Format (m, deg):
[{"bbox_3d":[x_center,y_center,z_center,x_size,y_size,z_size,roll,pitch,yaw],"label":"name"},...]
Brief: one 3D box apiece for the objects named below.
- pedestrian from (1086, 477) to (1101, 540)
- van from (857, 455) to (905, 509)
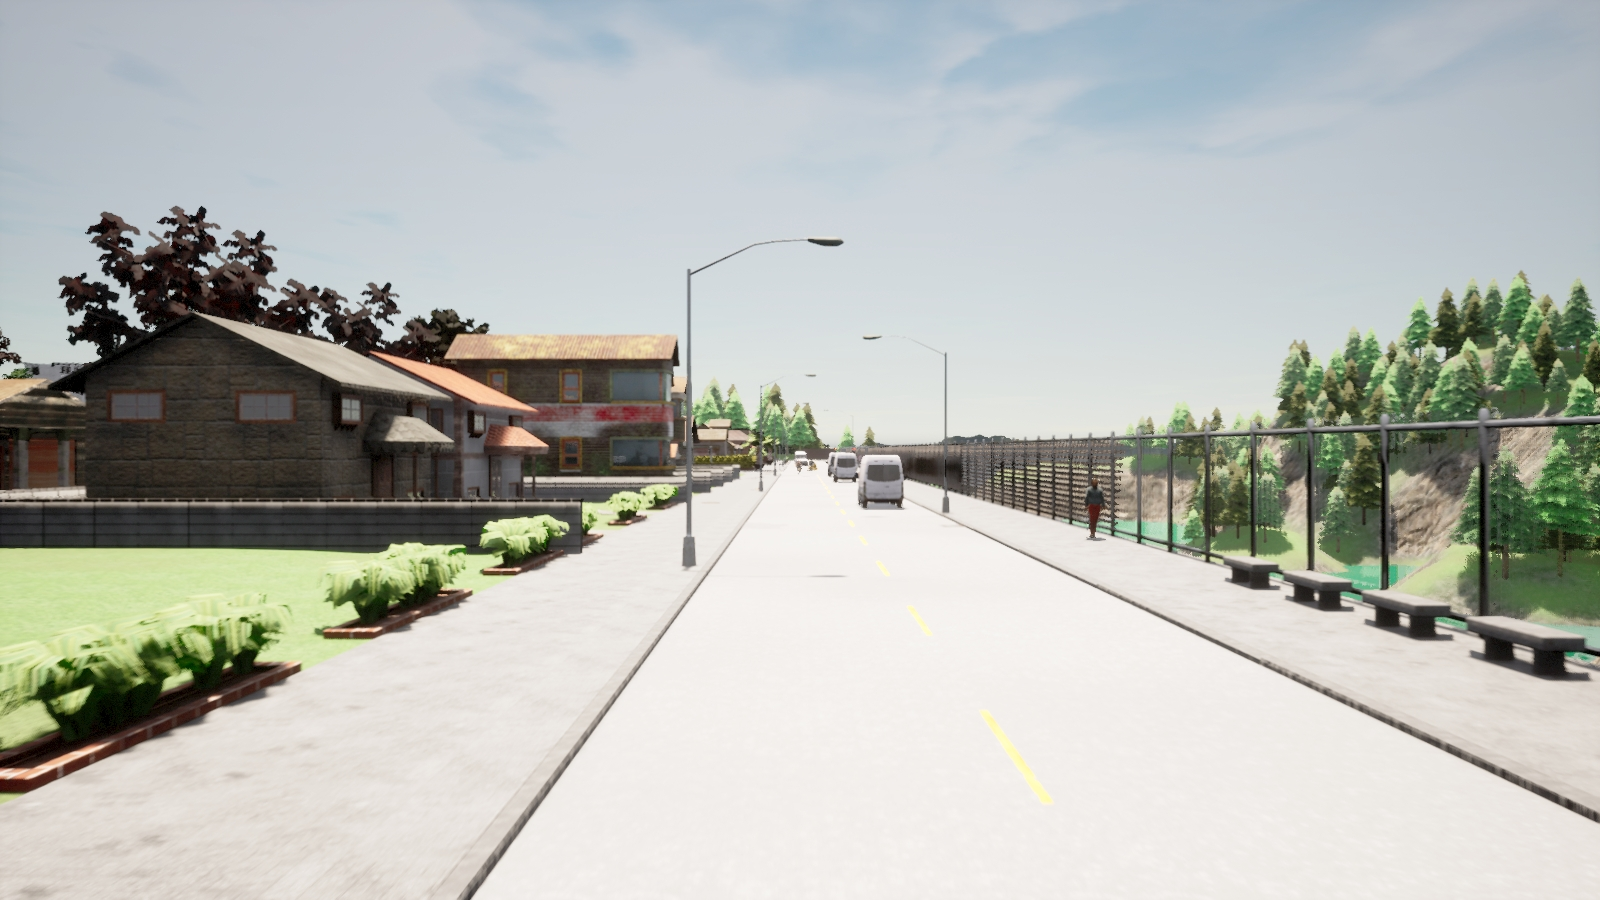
[{"bbox_3d":[8.761,1.743,34.091,0.375,1.860,0.375,0,0,5],"label":"pedestrian"},{"bbox_3d":[3.982,1.534,57.269,1.988,2.561,5.915,0,0,0],"label":"van"}]
